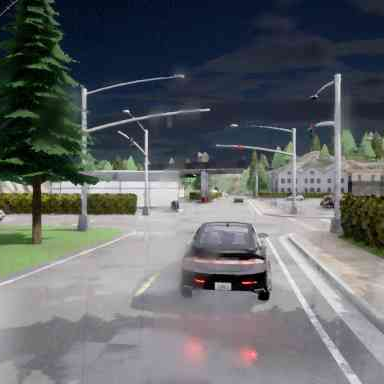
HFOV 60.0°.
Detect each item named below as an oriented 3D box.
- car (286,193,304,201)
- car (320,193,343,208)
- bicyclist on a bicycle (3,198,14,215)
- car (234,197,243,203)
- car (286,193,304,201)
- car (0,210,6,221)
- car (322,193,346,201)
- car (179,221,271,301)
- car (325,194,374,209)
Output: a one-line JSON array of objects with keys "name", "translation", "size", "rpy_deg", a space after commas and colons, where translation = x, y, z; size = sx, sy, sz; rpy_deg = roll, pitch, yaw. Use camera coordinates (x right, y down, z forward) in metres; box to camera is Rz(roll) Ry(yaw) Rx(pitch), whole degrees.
[{"name": "car", "translation": [23.406, 1.361, 75.668], "size": [3.806, 1.475, 1.970], "rpy_deg": [0, 0, 8]}, {"name": "car", "translation": [18.696, 1.330, 41.736], "size": [5.027, 1.636, 2.152], "rpy_deg": [0, 0, 8]}, {"name": "bicyclist on a bicycle", "translation": [-17.942, 1.453, 32.551], "size": [0.582, 1.620, 1.656], "rpy_deg": [0, 0, 7]}, {"name": "car", "translation": [9.478, 1.601, 67.403], "size": [1.895, 1.301, 4.718], "rpy_deg": [0, 0, 8]}, {"name": "car", "translation": [24.474, 1.077, 78.876], "size": [3.866, 1.878, 1.905], "rpy_deg": [0, 0, 8]}, {"name": "car", "translation": [-16.566, 1.526, 25.214], "size": [4.674, 1.442, 1.812], "rpy_deg": [0, 0, 8]}, {"name": "car", "translation": [31.809, 1.097, 74.528], "size": [4.605, 1.855, 1.932], "rpy_deg": [0, 0, 8]}, {"name": "car", "translation": [0.890, 1.492, 8.417], "size": [2.128, 1.511, 4.902], "rpy_deg": [0, 0, 8]}, {"name": "car", "translation": [18.312, 1.339, 38.623], "size": [4.514, 1.523, 2.007], "rpy_deg": [0, 0, 8]}]
